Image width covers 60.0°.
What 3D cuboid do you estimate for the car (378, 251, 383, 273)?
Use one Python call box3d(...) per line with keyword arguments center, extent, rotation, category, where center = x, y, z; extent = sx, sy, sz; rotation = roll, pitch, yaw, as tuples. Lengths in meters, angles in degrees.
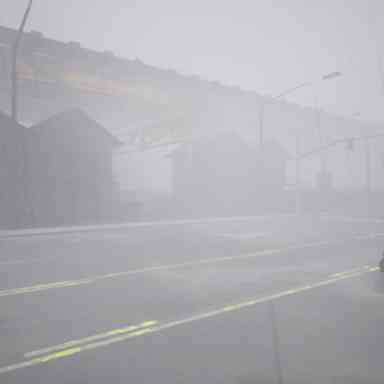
box3d(center=(7.087, 1.542, 8.893), extent=(5.357, 1.411, 2.033), rotation=(0, 0, -35), category="car")
